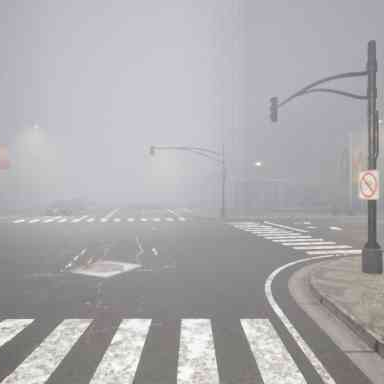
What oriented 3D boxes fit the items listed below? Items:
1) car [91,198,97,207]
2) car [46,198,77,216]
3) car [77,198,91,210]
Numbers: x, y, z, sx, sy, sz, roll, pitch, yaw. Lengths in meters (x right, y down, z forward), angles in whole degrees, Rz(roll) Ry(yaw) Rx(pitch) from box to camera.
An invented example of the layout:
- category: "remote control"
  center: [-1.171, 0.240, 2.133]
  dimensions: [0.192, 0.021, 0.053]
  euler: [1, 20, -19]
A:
- category: "car"
  center: [-16.406, 1.600, 53.148]
  dimensions: [1.994, 1.385, 4.181]
  euler: [0, 0, -9]
- category: "car"
  center: [-13.216, 1.542, 33.473]
  dimensions: [1.812, 1.442, 4.674]
  euler: [0, 0, -10]
- category: "car"
  center: [-14.808, 1.503, 43.305]
  dimensions: [1.882, 1.535, 5.008]
  euler: [0, 0, -9]
